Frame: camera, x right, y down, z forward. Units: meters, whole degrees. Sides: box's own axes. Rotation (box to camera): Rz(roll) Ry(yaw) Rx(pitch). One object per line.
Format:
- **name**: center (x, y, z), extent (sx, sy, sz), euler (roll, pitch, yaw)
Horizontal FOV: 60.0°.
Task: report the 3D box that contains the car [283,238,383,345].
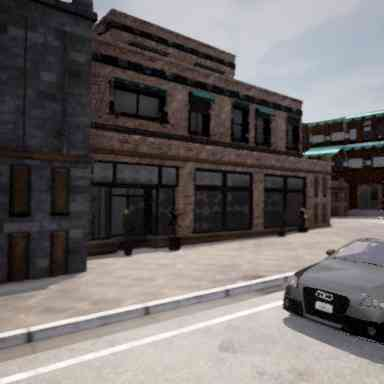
- **car**: center (3.663, 1.612, 6.323), extent (4.181, 1.385, 1.994), euler (0, 0, -36)
